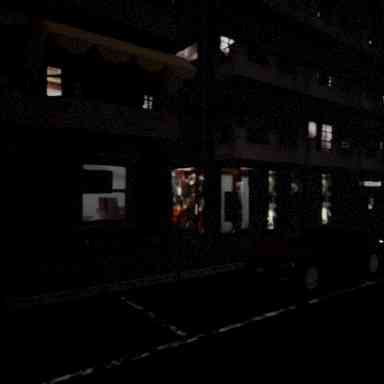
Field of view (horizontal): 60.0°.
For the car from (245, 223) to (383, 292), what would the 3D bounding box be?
[{"bbox_3d":[3.406,1.564,8.991,4.507,1.381,1.887,0,0,-36],"label":"car"}]
